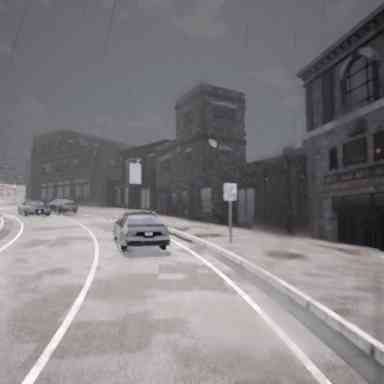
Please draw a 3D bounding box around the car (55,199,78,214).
[{"bbox_3d":[-13.195,1.430,33.648,2.128,1.511,4.902,4,-2,-41],"label":"car"}]

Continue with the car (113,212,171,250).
[{"bbox_3d":[-2.339,1.583,14.526,2.033,1.411,5.357,1,0,-18],"label":"car"}]

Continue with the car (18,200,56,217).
[{"bbox_3d":[-13.863,1.441,29.164,1.994,1.385,4.181,3,-1,-38],"label":"car"}]
